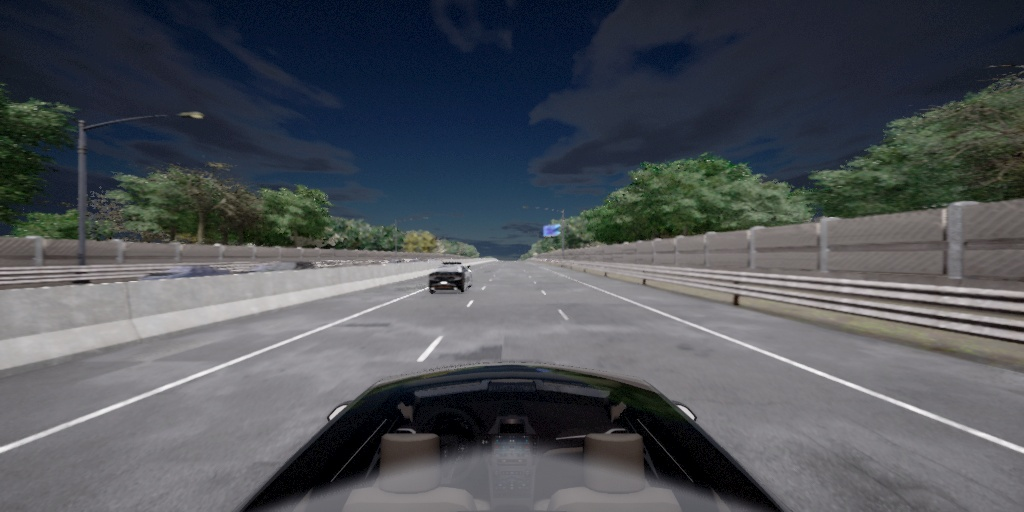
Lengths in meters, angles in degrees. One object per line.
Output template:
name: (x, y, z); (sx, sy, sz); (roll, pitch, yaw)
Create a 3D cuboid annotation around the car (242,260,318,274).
car: (-14.099, 1.104, 22.600); (2.097, 1.767, 4.553); (0, 0, 0)

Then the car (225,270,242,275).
car: (-17.591, 1.300, 26.169); (2.033, 1.411, 5.357); (0, 0, 0)

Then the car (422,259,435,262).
car: (-14.051, 1.298, 63.938); (1.812, 1.442, 4.674); (0, 0, 0)

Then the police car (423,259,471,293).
police car: (-3.510, 1.188, 21.042); (1.930, 1.638, 5.238); (0, 0, 0)

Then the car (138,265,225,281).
car: (-21.104, 1.298, 23.509); (2.033, 1.411, 5.357); (0, 0, 0)
